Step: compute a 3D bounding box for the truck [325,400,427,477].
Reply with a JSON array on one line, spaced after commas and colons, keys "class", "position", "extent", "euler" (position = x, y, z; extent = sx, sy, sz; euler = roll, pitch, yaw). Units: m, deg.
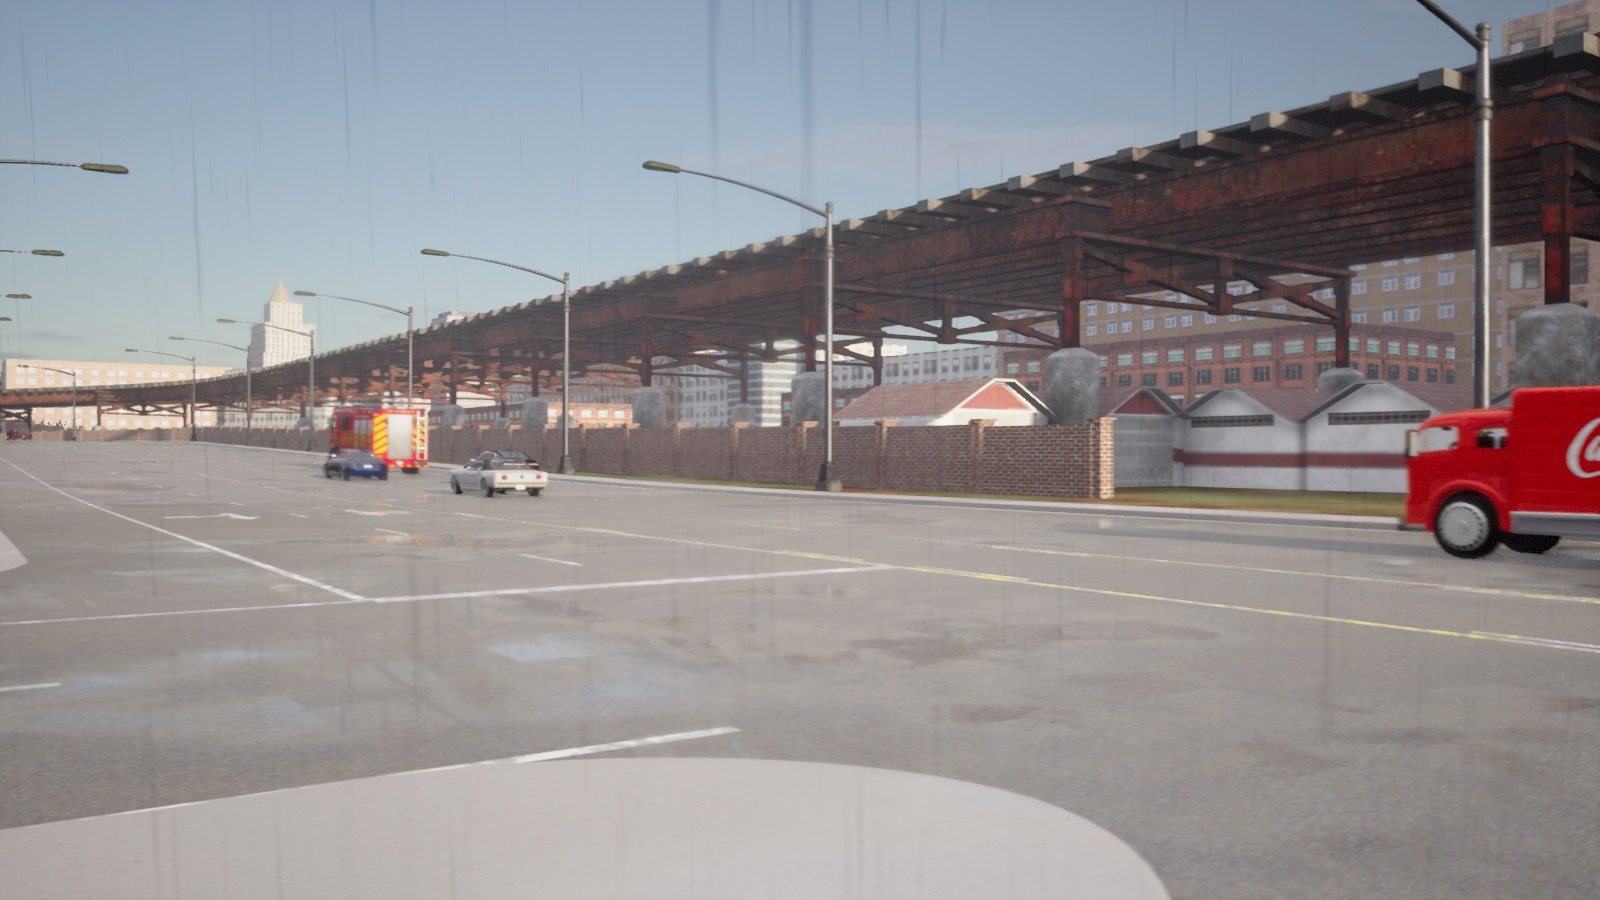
[{"class": "truck", "position": [-22.644, -0.648, 66.689], "extent": [2.891, 3.827, 8.468], "euler": [0, 1, -35]}]

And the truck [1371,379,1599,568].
[{"class": "truck", "position": [11.218, 0.309, 17.642], "extent": [2.627, 2.467, 5.204], "euler": [0, 0, -35]}]

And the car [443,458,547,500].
[{"class": "car", "position": [-10.471, 0.962, 42.894], "extent": [1.895, 1.301, 4.718], "euler": [0, 0, -35]}]

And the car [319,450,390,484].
[{"class": "car", "position": [-20.286, 0.746, 57.109], "extent": [1.994, 1.385, 4.181], "euler": [0, 1, -35]}]

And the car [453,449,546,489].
[{"class": "car", "position": [-12.485, 0.760, 51.971], "extent": [2.128, 1.511, 4.902], "euler": [0, 1, -35]}]
